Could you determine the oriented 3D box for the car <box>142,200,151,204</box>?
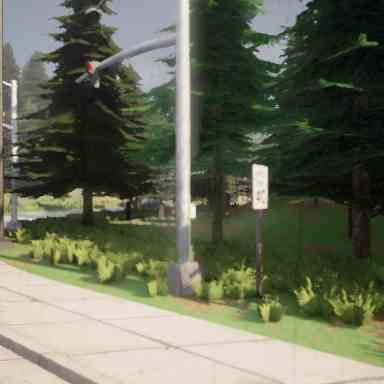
[{"bbox_3d":[-5.689,1.596,45.823,1.812,1.442,4.674,0,0,40],"label":"car"}]
